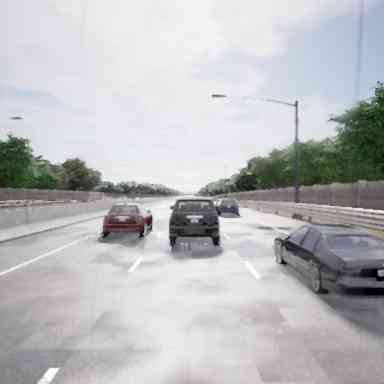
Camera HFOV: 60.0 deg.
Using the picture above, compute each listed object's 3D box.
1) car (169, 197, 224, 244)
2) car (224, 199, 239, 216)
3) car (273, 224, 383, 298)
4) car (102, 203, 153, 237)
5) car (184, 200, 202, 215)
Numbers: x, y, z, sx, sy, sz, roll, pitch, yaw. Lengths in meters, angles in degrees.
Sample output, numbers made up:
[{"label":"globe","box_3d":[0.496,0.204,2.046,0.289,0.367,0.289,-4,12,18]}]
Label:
[{"label":"car","box_3d":[0.103,1.241,15.935,2.150,2.045,5.566,0,0,0]},{"label":"car","box_3d":[3.605,1.504,34.717,2.097,1.767,4.553,0,-1,0]},{"label":"car","box_3d":[3.602,1.553,8.690,2.033,1.411,5.357,0,0,0]},{"label":"car","box_3d":[-3.397,1.381,18.365,2.097,1.767,4.553,0,0,0]},{"label":"car","box_3d":[0.105,1.666,37.808,1.882,1.535,5.008,0,-1,0]}]
